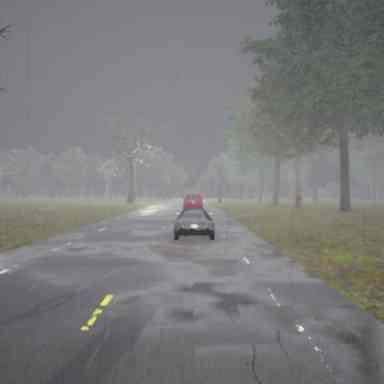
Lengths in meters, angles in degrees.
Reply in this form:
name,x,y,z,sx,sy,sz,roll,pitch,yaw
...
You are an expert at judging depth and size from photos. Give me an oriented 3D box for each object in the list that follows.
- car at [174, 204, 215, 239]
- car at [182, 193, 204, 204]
name,x,y,z,sx,sy,sz,roll,pitch,yaw
car,0.109,1.512,17.067,1.994,1.385,4.181,0,0,0
car,0.122,1.149,36.897,2.150,2.045,5.566,0,0,0
